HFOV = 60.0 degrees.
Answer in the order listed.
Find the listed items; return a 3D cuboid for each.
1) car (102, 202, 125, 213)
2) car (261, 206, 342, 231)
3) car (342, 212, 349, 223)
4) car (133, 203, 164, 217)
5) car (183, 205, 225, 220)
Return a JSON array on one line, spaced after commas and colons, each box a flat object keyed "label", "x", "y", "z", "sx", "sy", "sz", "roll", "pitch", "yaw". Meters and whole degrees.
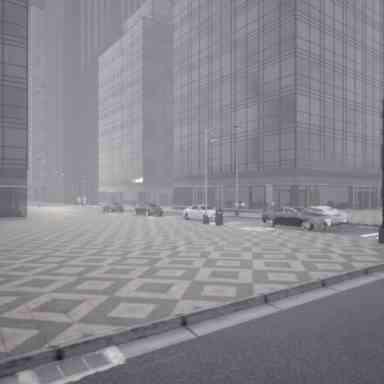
[{"label": "car", "x": -11.156, "y": 2.168, "z": 46.732, "sx": 1.837, "sy": 1.490, "sz": 4.892, "roll": 0, "pitch": -1, "yaw": -35}, {"label": "car", "x": 6.784, "y": 1.682, "z": 21.902, "sx": 2.128, "sy": 1.511, "sz": 4.902, "roll": 0, "pitch": -1, "yaw": -35}, {"label": "car", "x": 8.926, "y": 1.725, "z": 24.150, "sx": 1.812, "sy": 1.442, "sz": 4.674, "roll": 0, "pitch": -1, "yaw": -35}, {"label": "car", "x": -5.088, "y": 2.006, "z": 38.293, "sx": 1.837, "sy": 1.490, "sz": 4.892, "roll": 0, "pitch": -1, "yaw": -36}, {"label": "car", "x": 0.951, "y": 1.868, "z": 29.957, "sx": 1.812, "sy": 1.442, "sz": 4.674, "roll": 0, "pitch": -1, "yaw": -36}]
